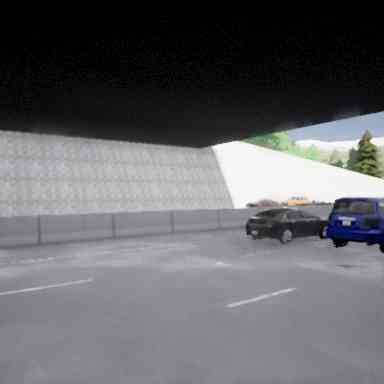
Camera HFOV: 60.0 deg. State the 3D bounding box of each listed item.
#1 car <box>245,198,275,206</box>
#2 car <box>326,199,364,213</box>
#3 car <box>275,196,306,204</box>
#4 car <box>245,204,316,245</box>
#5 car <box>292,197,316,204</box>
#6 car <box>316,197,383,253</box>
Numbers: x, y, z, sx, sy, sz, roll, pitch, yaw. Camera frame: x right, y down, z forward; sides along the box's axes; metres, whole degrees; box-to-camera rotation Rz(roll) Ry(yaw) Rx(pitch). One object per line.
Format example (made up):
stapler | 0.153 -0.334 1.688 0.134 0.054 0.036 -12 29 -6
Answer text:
car | 9.767 1.529 45.324 5.357 1.411 2.033 0 0 -35
car | 17.483 1.506 37.922 4.674 1.442 1.812 0 0 -35
car | 13.536 1.332 43.700 4.553 1.767 2.097 0 0 -35
car | 4.662 1.498 15.672 4.892 1.490 1.837 0 0 -35
car | 14.704 1.582 40.242 4.718 1.301 1.895 0 0 -35
car | 7.788 1.214 13.602 5.566 2.045 2.150 0 0 -35
